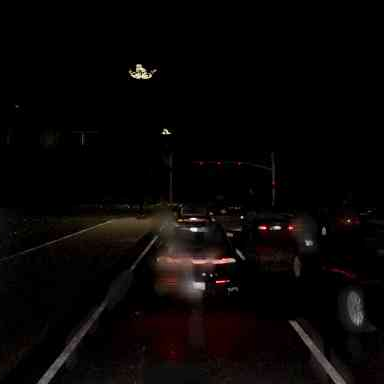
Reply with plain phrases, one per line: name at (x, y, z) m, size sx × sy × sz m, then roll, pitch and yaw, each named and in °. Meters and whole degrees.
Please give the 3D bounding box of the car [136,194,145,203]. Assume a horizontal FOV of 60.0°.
car at (-11.597, 1.500, 68.999) m, size 1.837 × 1.490 × 4.892 m, roll 0°, pitch 0°, yaw 0°

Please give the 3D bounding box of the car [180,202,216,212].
car at (0.076, 1.505, 17.874) m, size 1.837 × 1.490 × 4.892 m, roll 0°, pitch 0°, yaw 0°

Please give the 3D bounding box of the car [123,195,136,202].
car at (-15.114, 1.525, 80.538) m, size 2.128 × 1.511 × 4.902 m, roll 0°, pitch 0°, yaw 0°

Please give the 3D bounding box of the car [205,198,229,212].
car at (1.558, 1.564, 32.777) m, size 4.181 × 1.385 × 1.994 m, roll 0°, pitch 0°, yaw -3°

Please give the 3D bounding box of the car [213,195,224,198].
car at (6.884, 1.478, 82.029) m, size 1.882 × 1.535 × 5.008 m, roll 0°, pitch 0°, yaw 0°

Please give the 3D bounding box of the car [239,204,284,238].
car at (3.579, 1.547, 16.469) m, size 2.033 × 1.411 × 5.357 m, roll 0°, pitch 0°, yaw 0°

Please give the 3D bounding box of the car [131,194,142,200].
car at (-15.109, 1.348, 90.705) m, size 2.097 × 1.767 × 4.553 m, roll 0°, pitch 0°, yaw 0°

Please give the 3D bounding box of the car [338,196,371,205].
car at (21.575, 1.352, 43.708) m, size 4.553 × 1.767 × 2.097 m, roll 0°, pitch 0°, yaw 1°

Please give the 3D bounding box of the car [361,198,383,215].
car at (20.386, 1.547, 33.216) m, size 5.357 × 1.411 × 2.033 m, roll 0°, pitch 0°, yaw 0°

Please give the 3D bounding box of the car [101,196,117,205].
car at (-15.141, 1.477, 60.657) m, size 1.882 × 1.535 × 5.008 m, roll 0°, pitch 0°, yaw 0°

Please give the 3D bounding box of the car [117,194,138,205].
car at (-11.681, 1.564, 60.177) m, size 1.994 × 1.385 × 4.181 m, roll 0°, pitch 0°, yaw 1°

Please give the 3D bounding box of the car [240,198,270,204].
car at (8.613, 1.563, 45.623) m, size 4.181 × 1.385 × 1.994 m, roll 0°, pitch 1°, yaw 35°

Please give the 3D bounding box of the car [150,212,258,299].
car at (0.087, 1.491, 8.453) m, size 2.128 × 1.511 × 4.902 m, roll 0°, pitch 0°, yaw 0°

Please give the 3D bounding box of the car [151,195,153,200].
car at (-11.617, 1.524, 89.676) m, size 2.128 × 1.511 × 4.902 m, roll 0°, pitch 0°, yaw 0°

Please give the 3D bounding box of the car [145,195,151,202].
car at (-11.612, 1.524, 79.269) m, size 1.812 × 1.442 × 4.674 m, roll 0°, pitch 0°, yaw 0°

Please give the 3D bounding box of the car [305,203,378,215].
car at (7.077, 1.505, 16.935) m, size 1.837 × 1.490 × 4.892 m, roll 0°, pitch 0°, yaw 0°

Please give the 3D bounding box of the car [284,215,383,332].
car at (3.590, 1.478, 6.849) m, size 1.882 × 1.535 × 5.008 m, roll 0°, pitch 0°, yaw 0°

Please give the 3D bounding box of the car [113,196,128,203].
car at (-15.099, 1.540, 70.435) m, size 2.033 × 1.411 × 5.357 m, roll 0°, pitch 0°, yaw 0°
